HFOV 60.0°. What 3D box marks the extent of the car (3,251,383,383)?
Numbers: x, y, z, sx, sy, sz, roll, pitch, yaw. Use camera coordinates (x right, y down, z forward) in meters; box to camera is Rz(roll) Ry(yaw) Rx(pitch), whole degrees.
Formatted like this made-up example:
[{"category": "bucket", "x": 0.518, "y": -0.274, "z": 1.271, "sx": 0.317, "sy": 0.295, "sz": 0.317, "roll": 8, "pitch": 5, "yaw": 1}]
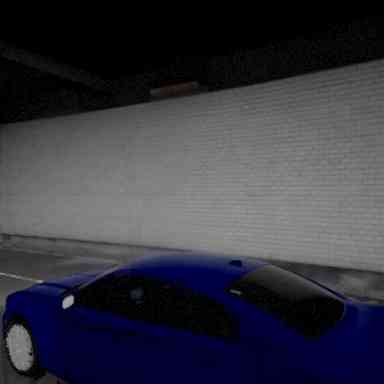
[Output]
[{"category": "car", "x": -0.231, "y": 1.466, "z": 3.884, "sx": 5.008, "sy": 1.535, "sz": 1.882, "roll": 0, "pitch": 0, "yaw": 34}]
